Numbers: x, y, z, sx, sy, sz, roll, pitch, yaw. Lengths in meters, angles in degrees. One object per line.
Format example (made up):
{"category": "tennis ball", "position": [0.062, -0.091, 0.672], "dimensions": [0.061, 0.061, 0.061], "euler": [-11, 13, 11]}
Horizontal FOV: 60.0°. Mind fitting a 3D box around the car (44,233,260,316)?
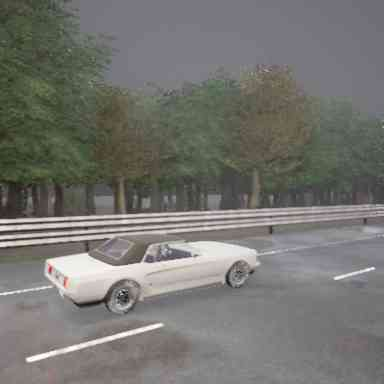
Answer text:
{"category": "car", "position": [-0.660, 1.612, 7.580], "dimensions": [4.718, 1.301, 1.895], "euler": [0, 0, -36]}
